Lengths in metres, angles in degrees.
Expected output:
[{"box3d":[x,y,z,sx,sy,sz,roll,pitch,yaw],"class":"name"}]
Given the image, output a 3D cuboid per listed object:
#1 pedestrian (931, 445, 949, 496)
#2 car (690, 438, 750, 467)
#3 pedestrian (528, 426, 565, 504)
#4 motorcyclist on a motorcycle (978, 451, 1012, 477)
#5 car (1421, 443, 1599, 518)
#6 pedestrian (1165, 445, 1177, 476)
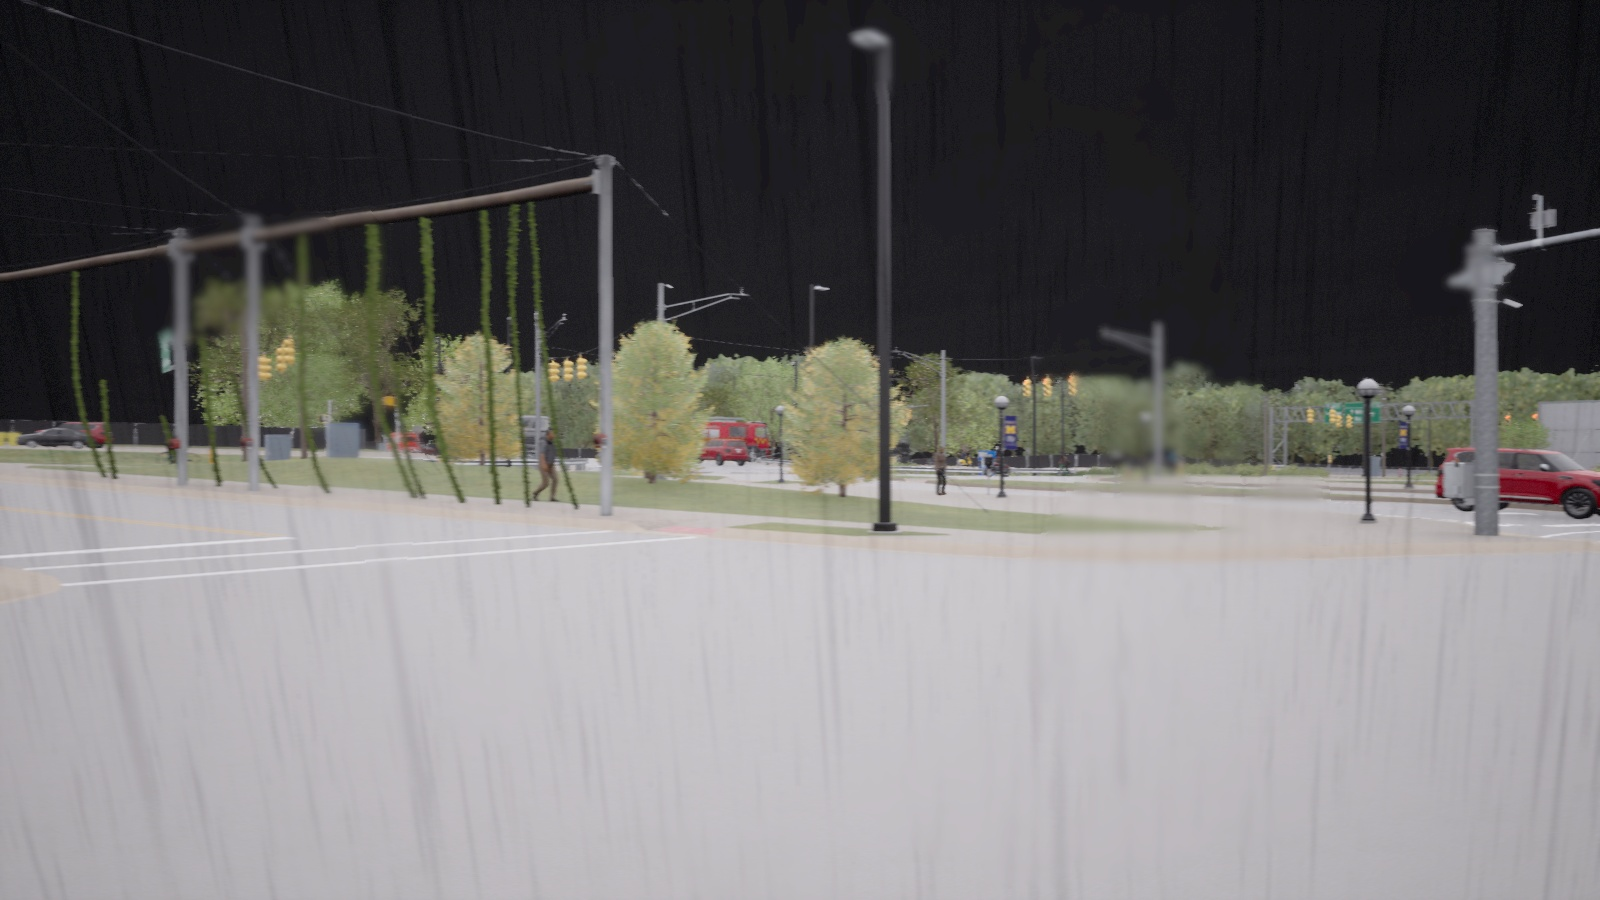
[{"box3d":[5.110,0.733,45.897,0.331,1.846,0.634,0,0,-32],"class":"pedestrian"},{"box3d":[-6.228,0.189,96.941,2.150,2.045,5.566,1,1,-33],"class":"car"},{"box3d":[-6.063,0.347,30.030,0.694,1.848,0.540,0,0,33],"class":"pedestrian"},{"box3d":[12.679,0.917,81.748,2.350,1.649,0.766,1,0,-39],"class":"motorcyclist on a motorcycle"},{"box3d":[22.561,0.876,38.893,2.150,2.045,5.566,0,1,-35],"class":"car"},{"box3d":[23.279,0.676,78.739,0.692,1.930,0.396,0,0,-43],"class":"pedestrian"}]
